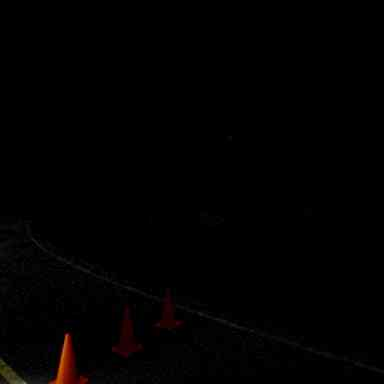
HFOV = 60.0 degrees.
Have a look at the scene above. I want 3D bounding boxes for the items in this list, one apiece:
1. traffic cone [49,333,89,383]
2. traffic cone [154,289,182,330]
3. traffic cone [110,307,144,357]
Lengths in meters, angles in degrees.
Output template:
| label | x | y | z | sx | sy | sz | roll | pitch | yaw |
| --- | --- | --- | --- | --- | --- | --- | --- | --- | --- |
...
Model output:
| label | x | y | z | sx | sy | sz | roll | pitch | yaw |
| --- | --- | --- | --- | --- | --- | --- | --- | --- | --- |
| traffic cone | -1.443 | 1.945 | 3.875 | 0.340 | 0.580 | 0.340 | 1 | 1 | 32 |
| traffic cone | -0.400 | 1.931 | 5.573 | 0.340 | 0.580 | 0.340 | 1 | 1 | 31 |
| traffic cone | -0.921 | 1.938 | 4.725 | 0.340 | 0.580 | 0.340 | 1 | 1 | 32 |
